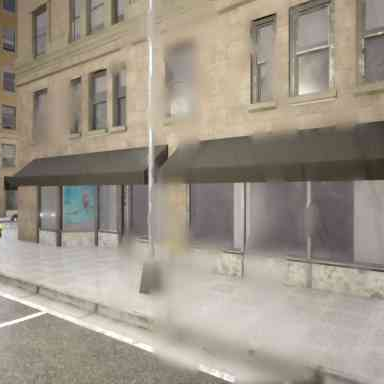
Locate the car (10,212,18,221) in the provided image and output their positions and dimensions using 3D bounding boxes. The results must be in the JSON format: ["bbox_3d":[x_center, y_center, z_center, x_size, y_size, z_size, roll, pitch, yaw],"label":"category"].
[{"bbox_3d":[-11.158,1.636,26.110,2.033,1.411,5.357,0,0,36],"label":"car"}]
